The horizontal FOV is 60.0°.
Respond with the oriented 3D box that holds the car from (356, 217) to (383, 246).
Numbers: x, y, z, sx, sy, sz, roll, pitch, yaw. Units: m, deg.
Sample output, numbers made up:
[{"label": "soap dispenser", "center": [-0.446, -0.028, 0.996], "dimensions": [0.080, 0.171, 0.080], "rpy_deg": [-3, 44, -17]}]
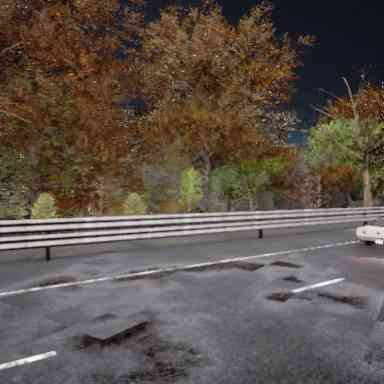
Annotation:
[{"label": "car", "center": [9.328, 1.725, 14.589], "dimensions": [4.718, 1.301, 1.895], "rpy_deg": [1, 0, -35]}]
